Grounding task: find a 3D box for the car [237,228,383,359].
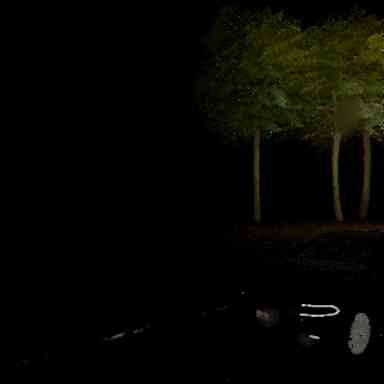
[{"bbox_3d":[3.039,1.495,6.187,5.008,1.535,1.882,0,0,-36],"label":"car"}]
